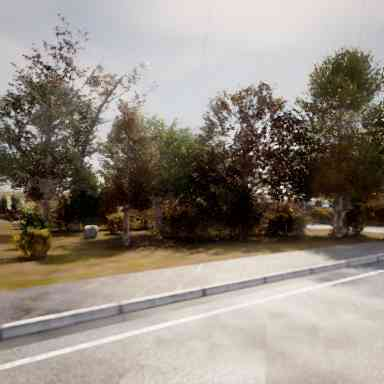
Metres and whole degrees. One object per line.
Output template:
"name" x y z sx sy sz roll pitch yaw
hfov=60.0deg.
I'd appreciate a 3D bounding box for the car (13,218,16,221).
"car" -41.050 6.174 80.138 4.553 1.767 2.097 -2 -3 17
